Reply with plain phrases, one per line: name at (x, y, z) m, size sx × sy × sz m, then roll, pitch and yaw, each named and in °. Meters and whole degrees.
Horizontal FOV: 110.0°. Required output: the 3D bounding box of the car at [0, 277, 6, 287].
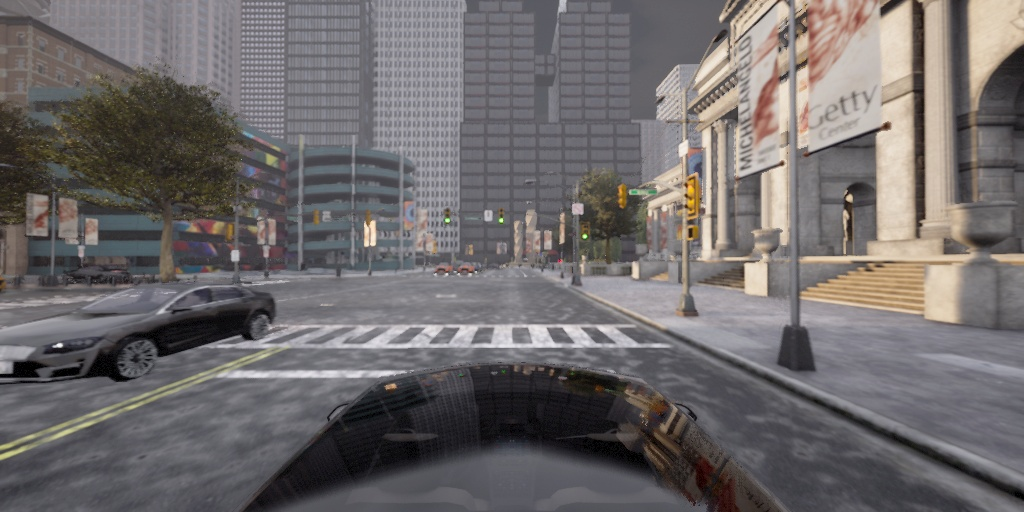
car at (-34.086, 1.488, 21.748) m, size 5.008 × 1.535 × 1.882 m, roll 0°, pitch -1°, yaw -1°

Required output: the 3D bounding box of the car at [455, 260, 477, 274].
car at (-7.094, 1.799, 55.937) m, size 2.097 × 1.767 × 4.553 m, roll 0°, pitch -1°, yaw 0°

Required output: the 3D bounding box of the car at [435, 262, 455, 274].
car at (-10.593, 1.800, 55.962) m, size 2.097 × 1.767 × 4.553 m, roll 0°, pitch -1°, yaw 0°

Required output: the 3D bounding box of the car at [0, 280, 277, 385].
car at (-7.100, 1.315, 7.421) m, size 2.128 × 1.511 × 4.902 m, roll 0°, pitch -1°, yaw 0°

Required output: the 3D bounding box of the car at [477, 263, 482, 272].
car at (-7.074, 1.914, 64.861) m, size 2.097 × 1.767 × 4.553 m, roll 0°, pitch -1°, yaw 0°

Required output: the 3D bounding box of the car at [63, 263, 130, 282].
car at (-38.683, 1.652, 33.431) m, size 4.902 × 1.511 × 2.128 m, roll 0°, pitch -1°, yaw 0°
